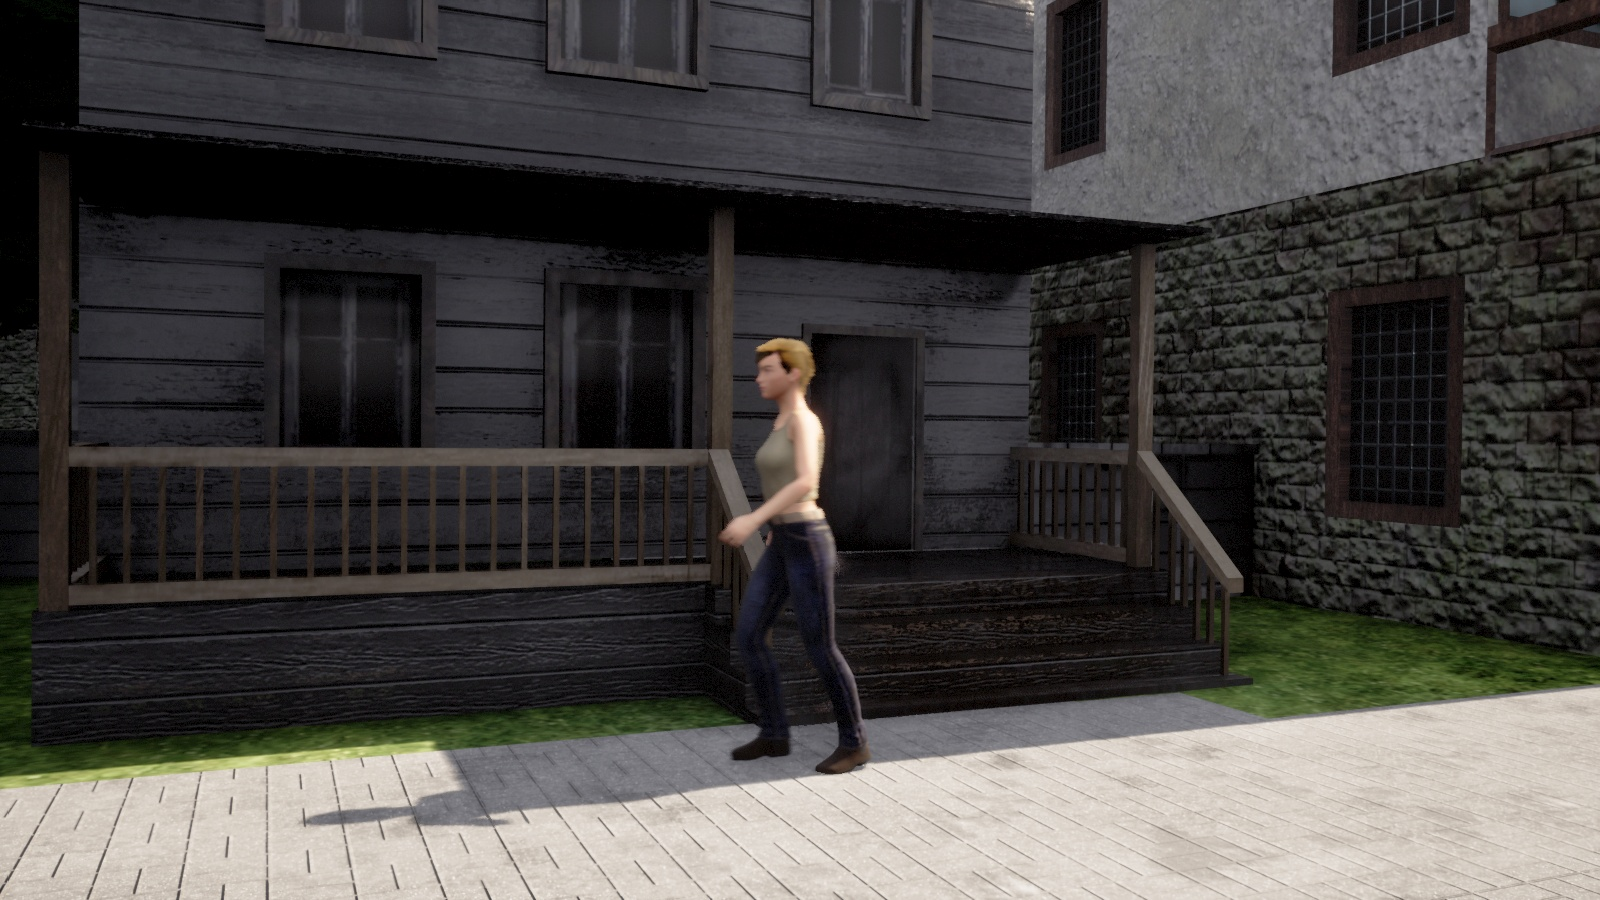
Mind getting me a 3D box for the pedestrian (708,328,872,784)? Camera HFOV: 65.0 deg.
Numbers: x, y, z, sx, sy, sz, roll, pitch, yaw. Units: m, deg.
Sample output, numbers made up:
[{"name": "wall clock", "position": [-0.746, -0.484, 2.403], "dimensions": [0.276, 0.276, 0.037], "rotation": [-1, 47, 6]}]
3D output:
[{"name": "pedestrian", "position": [-0.046, 0.422, 5.305], "dimensions": [0.594, 1.836, 0.345], "rotation": [-1, 1, -19]}]
